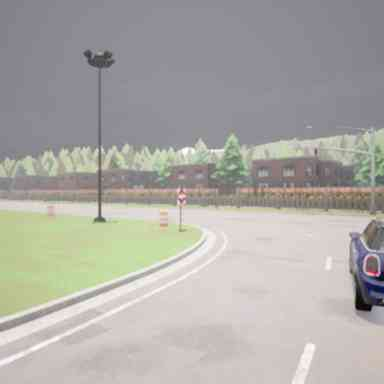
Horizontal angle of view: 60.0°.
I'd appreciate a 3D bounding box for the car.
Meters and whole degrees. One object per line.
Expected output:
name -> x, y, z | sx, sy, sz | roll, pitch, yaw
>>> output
car -> 4.726, 1.357, 7.430 | 2.097, 1.767, 4.553 | 0, 0, 24
